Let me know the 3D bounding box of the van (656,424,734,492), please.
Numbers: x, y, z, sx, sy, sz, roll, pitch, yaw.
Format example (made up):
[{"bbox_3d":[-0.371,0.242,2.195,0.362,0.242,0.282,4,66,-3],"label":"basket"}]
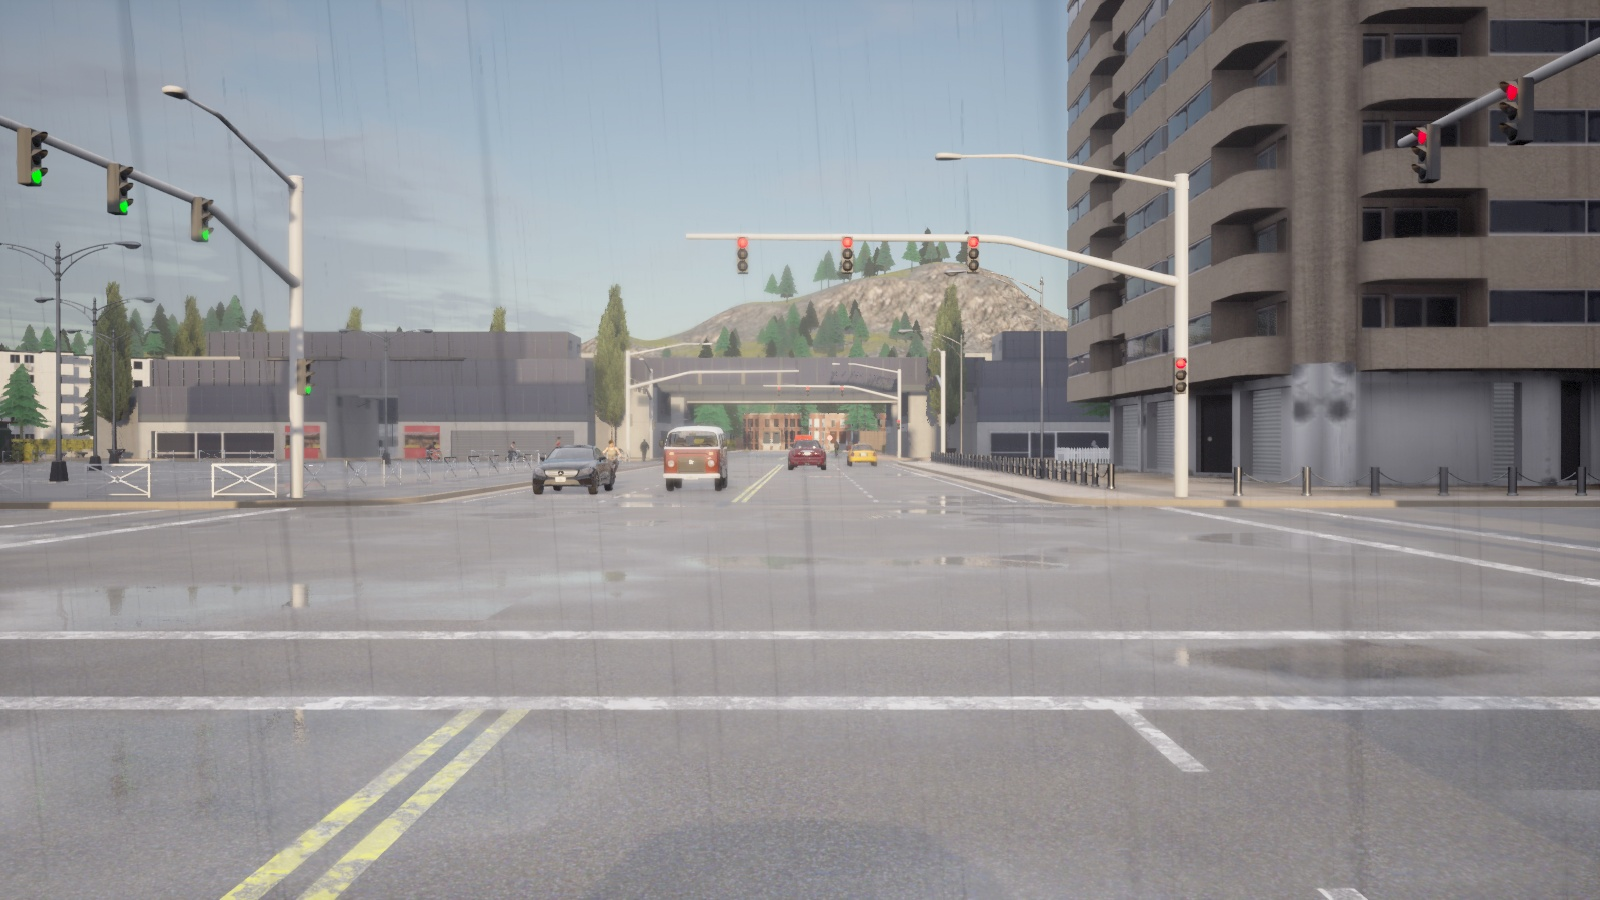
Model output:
[{"bbox_3d":[-3.262,0.242,39.909,2.069,2.038,4.480,0,0,0],"label":"van"}]

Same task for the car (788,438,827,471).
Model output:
[{"bbox_3d":[0.404,0.211,69.817,2.097,1.767,4.553,0,0,0],"label":"car"}]

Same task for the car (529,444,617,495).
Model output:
[{"bbox_3d":[-6.774,0.553,37.914,1.812,1.442,4.674,0,0,0],"label":"car"}]

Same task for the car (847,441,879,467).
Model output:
[{"bbox_3d":[3.962,0.236,80.183,1.801,1.575,5.366,0,0,0],"label":"car"}]
